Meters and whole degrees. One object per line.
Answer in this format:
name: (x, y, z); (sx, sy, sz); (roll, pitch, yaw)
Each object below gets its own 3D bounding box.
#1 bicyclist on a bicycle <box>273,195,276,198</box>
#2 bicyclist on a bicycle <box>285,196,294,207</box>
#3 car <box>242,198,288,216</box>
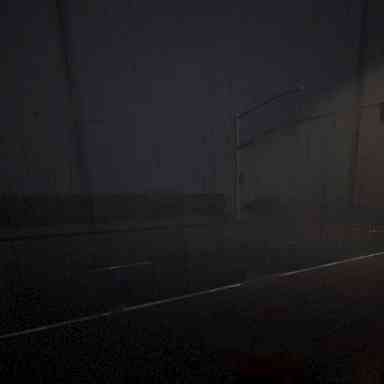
bicyclist on a bicycle: (13.481, 1.300, 54.438); (0.582, 1.620, 1.656); (0, 0, 21)
bicyclist on a bicycle: (14.481, 1.453, 49.530); (1.656, 1.620, 0.582); (0, 0, -23)
car: (6.972, 1.351, 32.410); (2.097, 1.767, 4.553); (0, 0, -36)
